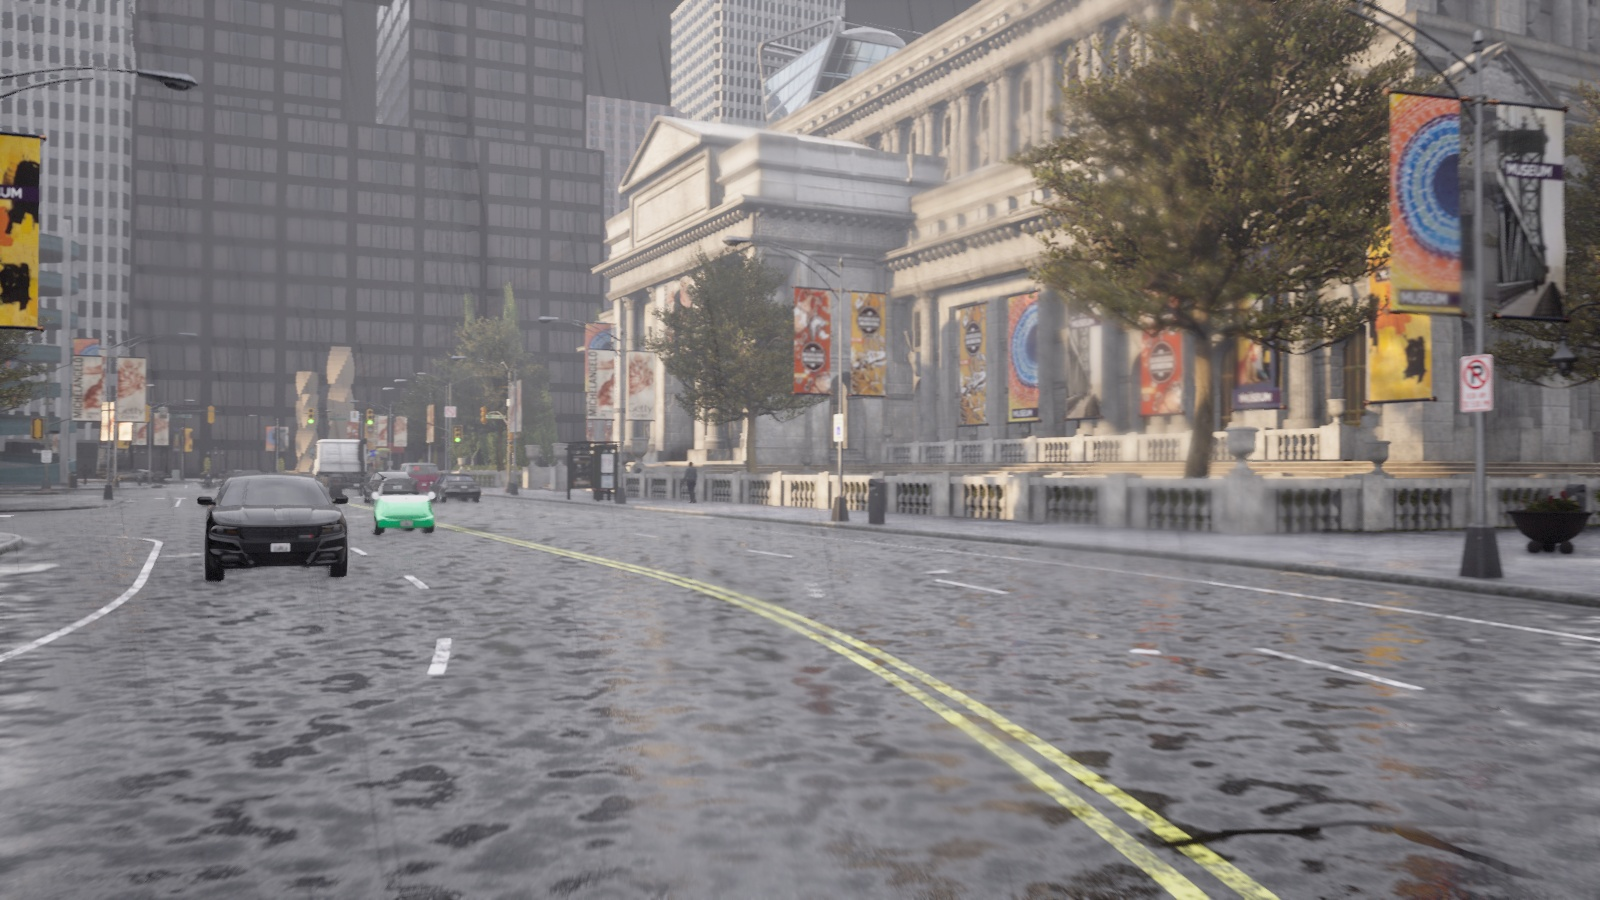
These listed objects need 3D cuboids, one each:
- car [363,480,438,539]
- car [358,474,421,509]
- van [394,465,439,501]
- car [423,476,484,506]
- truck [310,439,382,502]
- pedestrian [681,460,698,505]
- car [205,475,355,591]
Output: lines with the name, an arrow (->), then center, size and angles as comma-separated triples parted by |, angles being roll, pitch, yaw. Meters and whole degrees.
car -> -9.906, 1.438, 31.087 | 1.481, 1.376, 2.207 | 0, -1, -26
car -> -18.926, 1.873, 57.756 | 2.163, 1.488, 4.792 | 0, -1, -26
van -> -22.164, 1.888, 72.483 | 1.775, 1.987, 4.442 | 0, -1, -26
car -> -17.242, 1.989, 62.308 | 2.033, 1.411, 5.357 | 0, -1, -26
truck -> -26.629, 1.191, 73.449 | 2.891, 3.462, 7.936 | 0, -1, -28
pedestrian -> -4.805, 1.408, 54.573 | 0.423, 1.949, 0.788 | 0, -1, -32
car -> -8.127, 1.156, 19.358 | 1.882, 1.535, 5.008 | 0, -1, -25
